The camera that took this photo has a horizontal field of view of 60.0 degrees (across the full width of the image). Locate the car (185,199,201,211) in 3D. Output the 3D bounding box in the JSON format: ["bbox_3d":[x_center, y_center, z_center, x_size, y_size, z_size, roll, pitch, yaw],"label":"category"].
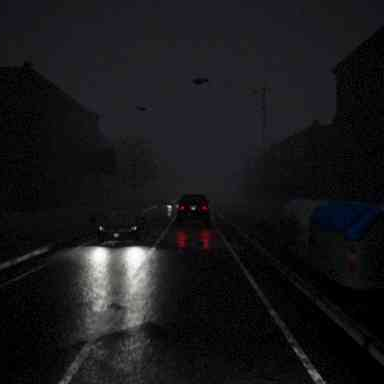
[{"bbox_3d":[0.106,1.604,42.409,1.895,1.301,4.718,0,0,0],"label":"car"}]

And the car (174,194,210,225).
[{"bbox_3d":[0.104,1.182,23.793,2.150,2.045,5.566,0,-1,0],"label":"car"}]

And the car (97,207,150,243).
[{"bbox_3d":[-3.097,1.492,15.915,1.812,1.442,4.674,0,0,0],"label":"car"}]

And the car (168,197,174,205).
[{"bbox_3d":[-3.040,1.537,57.604,1.812,1.442,4.674,0,0,0],"label":"car"}]
